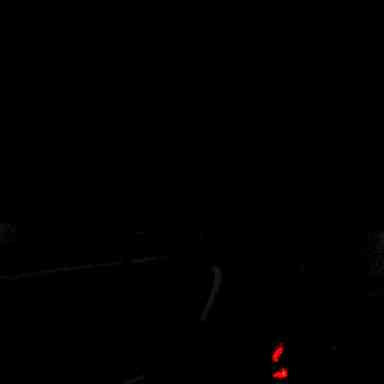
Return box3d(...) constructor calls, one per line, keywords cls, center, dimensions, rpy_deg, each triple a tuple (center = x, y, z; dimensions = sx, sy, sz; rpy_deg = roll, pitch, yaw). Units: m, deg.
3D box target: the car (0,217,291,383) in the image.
box3d(cls="car", center=(-1.941, 1.225, 1.380), dimensions=(5.566, 2.045, 2.150), rpy_deg=(0, 0, -36))
